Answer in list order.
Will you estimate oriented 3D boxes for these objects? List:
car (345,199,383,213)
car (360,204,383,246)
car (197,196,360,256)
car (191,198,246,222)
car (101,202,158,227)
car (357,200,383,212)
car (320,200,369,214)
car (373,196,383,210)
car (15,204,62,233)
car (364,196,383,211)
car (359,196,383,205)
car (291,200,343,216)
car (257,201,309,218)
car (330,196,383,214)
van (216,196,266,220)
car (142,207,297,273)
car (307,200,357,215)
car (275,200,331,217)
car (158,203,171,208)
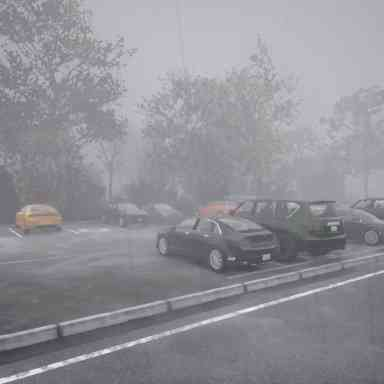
[{"bbox_3d":[22.493,1.765,42.535,2.097,1.535,5.008,1,0,-36],"label":"car"},{"bbox_3d":[7.426,1.514,15.726,2.231,1.521,4.892,1,0,-35],"label":"car"},{"bbox_3d":[2.848,1.232,12.495,2.435,2.045,5.566,0,0,-35],"label":"car"},{"bbox_3d":[2.110,1.409,27.953,2.185,1.767,4.553,1,0,-35],"label":"car"},{"bbox_3d":[-4.718,1.482,23.136,2.097,1.535,5.008,0,0,-35],"label":"car"},{"bbox_3d":[24.656,1.833,44.084,2.002,1.452,4.674,1,0,-36],"label":"car"},{"bbox_3d":[17.941,1.738,39.325,2.163,1.488,4.792,1,0,-36],"label":"car"},{"bbox_3d":[29.205,1.609,47.302,2.435,2.045,5.566,1,-1,-36],"label":"car"},{"bbox_3d":[-9.249,1.465,19.899,2.097,1.535,5.008,0,0,-35],"label":"car"},{"bbox_3d":[27.039,1.576,45.754,2.435,2.045,5.566,1,-1,-36],"label":"car"},{"bbox_3d":[9.699,1.283,17.373,2.435,2.045,5.566,1,0,-35],"label":"car"},{"bbox_3d":[13.429,1.658,36.060,2.097,1.535,5.008,1,0,-36],"label":"car"},{"bbox_3d":[8.892,1.647,32.825,2.002,1.452,4.674,1,0,-36],"label":"car"},{"bbox_3d":[20.240,1.484,40.898,2.435,2.045,5.566,1,0,-36],"label":"car"},{"bbox_3d":[4.289,1.331,29.687,1.878,1.987,4.442,1,0,-35],"label":"van"},{"bbox_3d":[0.585,1.474,10.843,2.231,1.521,4.892,0,0,-35],"label":"car"},{"bbox_3d":[15.708,1.713,37.659,2.163,1.488,4.792,1,0,-36],"label":"car"},{"bbox_3d":[11.266,1.629,34.294,1.946,1.575,5.366,1,0,-36],"label":"car"},{"bbox_3d":[-2.446,1.537,24.749,2.002,1.452,4.674,0,0,-35],"label":"car"}]
